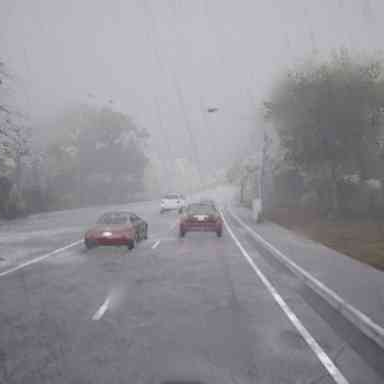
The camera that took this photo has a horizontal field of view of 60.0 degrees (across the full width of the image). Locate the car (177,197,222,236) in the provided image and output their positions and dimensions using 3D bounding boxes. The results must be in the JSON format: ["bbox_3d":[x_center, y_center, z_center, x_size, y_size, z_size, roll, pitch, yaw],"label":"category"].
[{"bbox_3d":[0.519,1.322,18.389,2.097,1.767,4.553,0,0,2],"label":"car"}]

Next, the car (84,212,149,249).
[{"bbox_3d":[-3.115,1.538,14.456,1.994,1.385,4.181,0,0,2],"label":"car"}]

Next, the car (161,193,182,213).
[{"bbox_3d":[-1.979,1.160,36.095,2.150,2.045,5.566,0,0,4],"label":"car"}]

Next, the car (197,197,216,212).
[{"bbox_3d":[1.819,1.427,39.644,2.128,1.511,4.902,0,0,5],"label":"car"}]
